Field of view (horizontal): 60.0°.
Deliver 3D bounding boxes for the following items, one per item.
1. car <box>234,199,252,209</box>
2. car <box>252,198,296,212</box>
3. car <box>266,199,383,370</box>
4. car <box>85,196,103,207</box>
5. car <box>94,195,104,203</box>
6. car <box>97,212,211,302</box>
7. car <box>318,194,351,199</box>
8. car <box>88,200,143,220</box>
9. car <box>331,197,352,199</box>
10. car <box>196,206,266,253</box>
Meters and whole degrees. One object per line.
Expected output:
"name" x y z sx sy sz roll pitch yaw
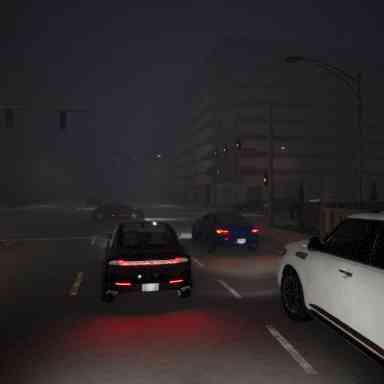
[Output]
"car" 7.065 1.560 37.692 4.892 1.490 1.837 0 0 -14
"car" 9.099 1.407 34.591 4.553 1.767 2.097 0 0 -14
"car" 2.985 1.221 4.219 2.150 2.045 5.566 0 0 -7
"car" -14.661 1.564 49.459 1.994 1.385 4.181 0 0 -13
"car" -19.301 1.478 69.062 1.882 1.535 5.008 0 0 -14
"car" -1.212 1.492 8.335 2.128 1.511 4.902 0 0 -11
"car" 16.638 1.277 40.051 5.566 2.045 2.150 0 0 -14
"car" -6.027 1.595 27.042 4.181 1.385 1.994 0 0 -14
"car" 17.819 1.581 36.730 4.674 1.442 1.812 0 0 -14
"car" 1.242 1.526 13.757 1.812 1.442 4.674 0 0 -12
